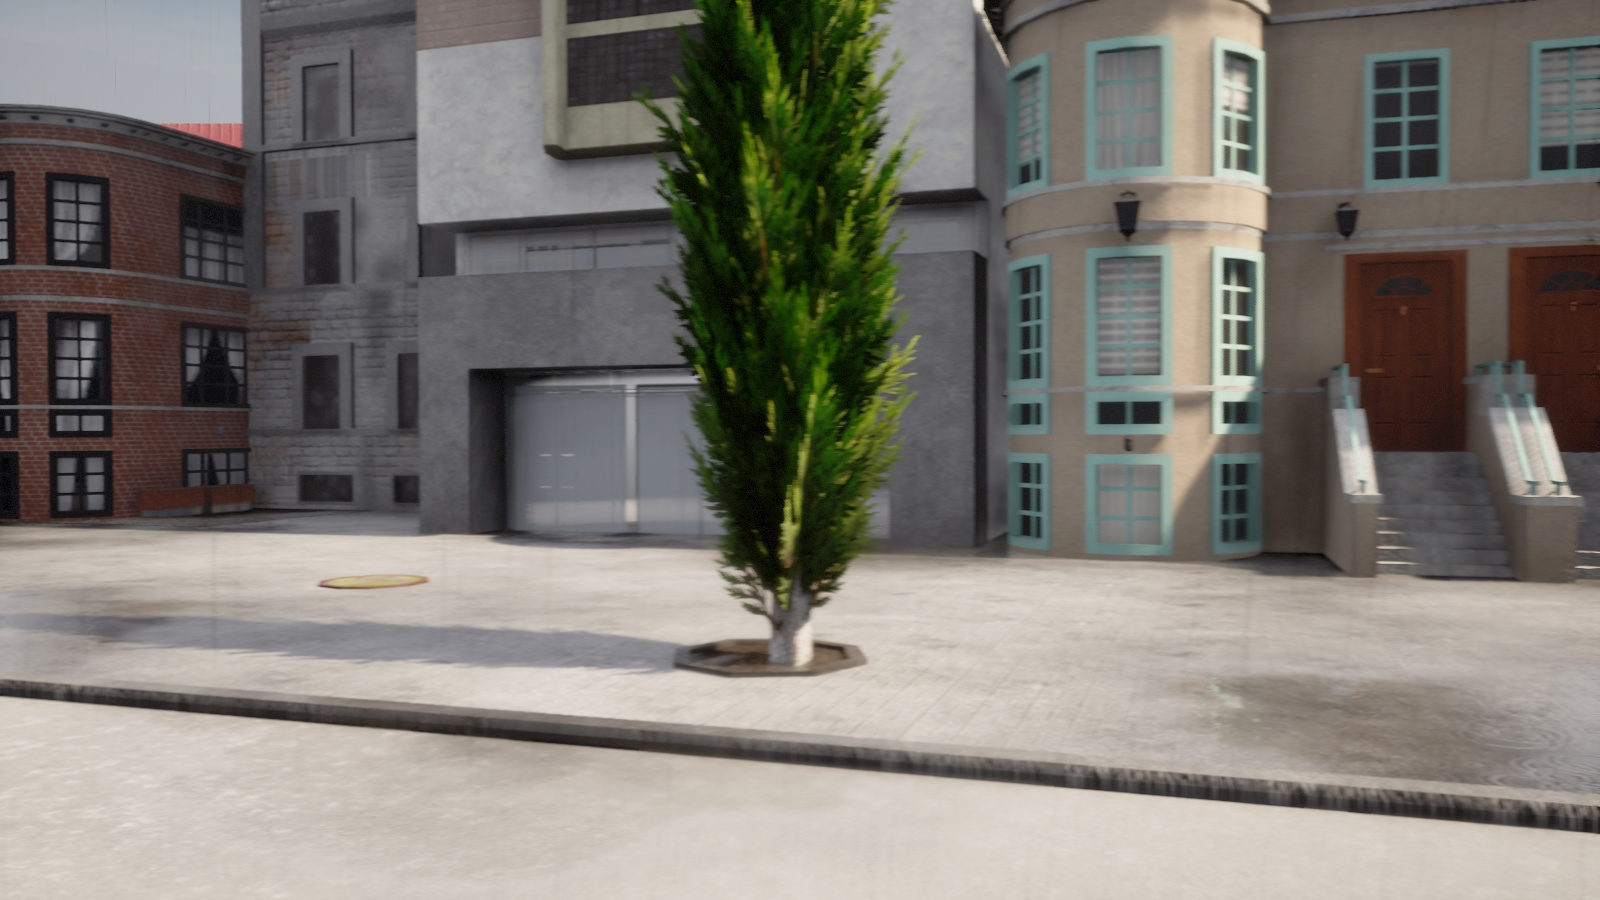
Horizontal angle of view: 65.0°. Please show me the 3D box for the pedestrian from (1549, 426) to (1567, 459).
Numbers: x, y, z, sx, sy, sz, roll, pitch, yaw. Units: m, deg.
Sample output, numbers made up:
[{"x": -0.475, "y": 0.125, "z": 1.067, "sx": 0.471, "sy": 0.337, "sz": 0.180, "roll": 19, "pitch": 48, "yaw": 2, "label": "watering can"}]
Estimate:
[{"x": 41.967, "y": -0.419, "z": 69.525, "sx": 0.634, "sy": 1.844, "sz": 0.899, "roll": 0, "pitch": 1, "yaw": 17, "label": "pedestrian"}]
